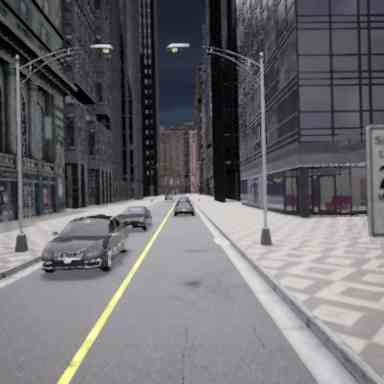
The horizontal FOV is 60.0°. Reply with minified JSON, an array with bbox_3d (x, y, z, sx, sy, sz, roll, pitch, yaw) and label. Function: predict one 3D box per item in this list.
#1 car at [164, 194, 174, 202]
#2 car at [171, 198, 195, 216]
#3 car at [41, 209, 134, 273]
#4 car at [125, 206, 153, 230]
[{"bbox_3d":[-4.920,1.279,71.547,1.837,1.490,4.892,-1,0,-2],"label":"car"},{"bbox_3d":[-0.740,1.551,32.241,1.994,1.385,4.181,-1,0,-1],"label":"car"},{"bbox_3d":[-3.353,1.582,11.207,1.837,1.490,4.892,-1,0,-2],"label":"car"},{"bbox_3d":[-3.637,1.624,21.704,2.033,1.411,5.357,-1,0,-2],"label":"car"}]
